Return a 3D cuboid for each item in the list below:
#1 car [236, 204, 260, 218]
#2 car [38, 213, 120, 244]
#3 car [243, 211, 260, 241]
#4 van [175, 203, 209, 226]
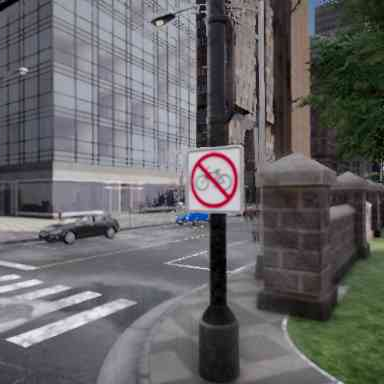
[{"bbox_3d":[6.288,1.994,35.808,1.887,1.381,4.507,-1,-1,33],"label":"car"},{"bbox_3d":[-5.713,1.814,17.249,2.008,1.369,4.403,-1,-1,33],"label":"car"},{"bbox_3d":[4.453,1.816,17.268,1.802,1.307,4.206,-1,-1,33],"label":"car"},{"bbox_3d":[0.286,1.707,26.531,1.690,1.788,3.998,-1,-1,33],"label":"van"}]
